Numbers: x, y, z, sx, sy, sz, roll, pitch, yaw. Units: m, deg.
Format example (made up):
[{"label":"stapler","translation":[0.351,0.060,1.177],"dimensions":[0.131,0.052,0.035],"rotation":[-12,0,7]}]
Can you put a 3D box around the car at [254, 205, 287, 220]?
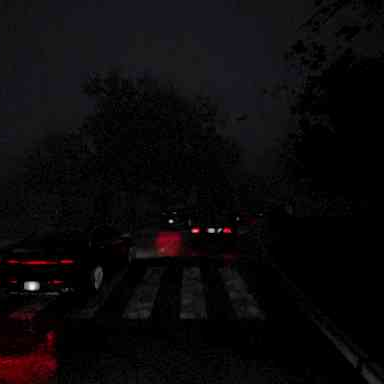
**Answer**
[{"label":"car","translation":[8.031,2.085,33.577],"dimensions":[2.128,1.511,4.902],"rotation":[-3,-4,37]}]

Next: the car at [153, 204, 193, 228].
[{"label":"car","translation":[-0.730,1.545,22.112],"dimensions":[1.837,1.490,4.892],"rotation":[-1,-1,12]}]

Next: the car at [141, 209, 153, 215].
[{"label":"car","translation":[-8.203,4.273,69.970],"dimensions":[5.008,1.535,1.882],"rotation":[0,-3,-4]}]

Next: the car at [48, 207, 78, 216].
[{"label":"car","translation":[-23.583,3.556,60.191],"dimensions":[2.097,1.767,4.553],"rotation":[-2,-4,30]}]

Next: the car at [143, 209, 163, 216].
[{"label":"car","translation":[-8.528,4.543,73.182],"dimensions":[4.181,1.385,1.994],"rotation":[0,-3,-4]}]

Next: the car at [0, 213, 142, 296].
[{"label":"car","translation":[-2.855,1.513,8.692],"dimensions":[1.837,1.490,4.892],"rotation":[0,0,4]}]

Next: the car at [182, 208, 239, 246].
[{"label":"car","translation":[1.138,1.531,15.232],"dimensions":[2.033,1.411,5.357],"rotation":[-1,0,9]}]
